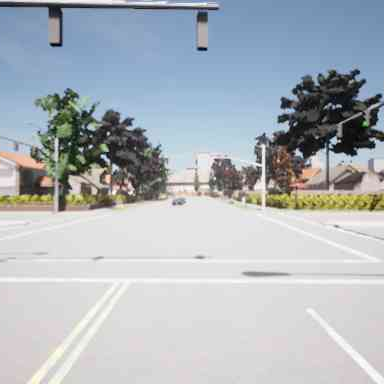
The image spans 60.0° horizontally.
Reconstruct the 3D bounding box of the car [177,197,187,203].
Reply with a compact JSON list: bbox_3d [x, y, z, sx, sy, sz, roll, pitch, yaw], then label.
[{"bbox_3d":[-2.311,1.746,74.702,2.033,1.411,5.357,0,0,1],"label":"car"}]

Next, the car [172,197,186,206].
[{"bbox_3d":[-2.526,1.710,58.988,2.033,1.411,5.357,0,0,1],"label":"car"}]
